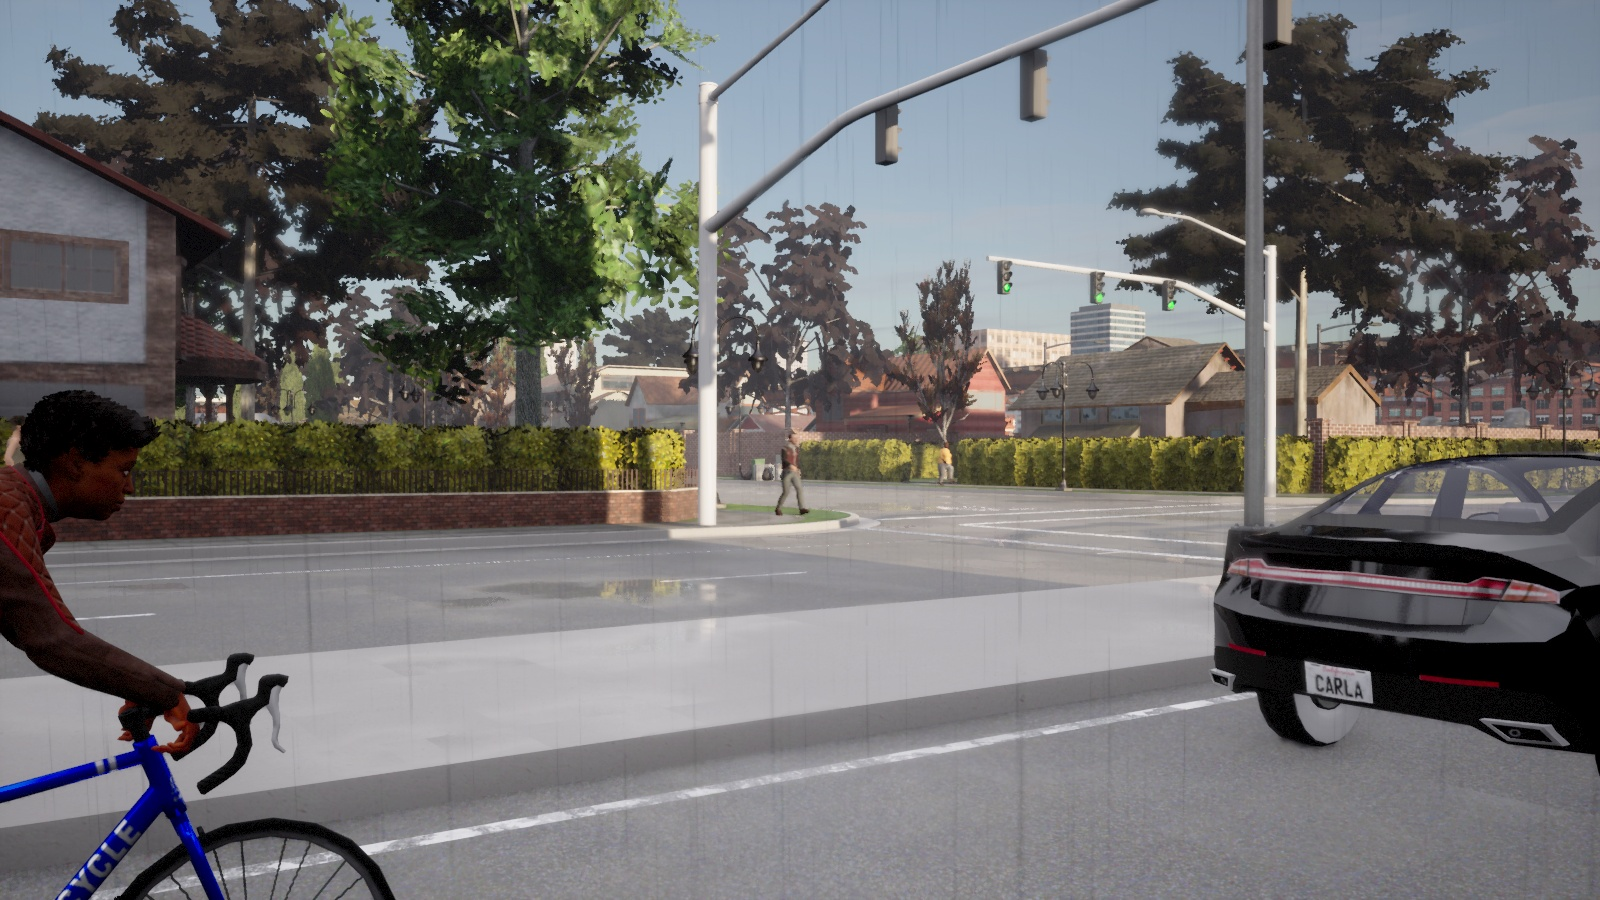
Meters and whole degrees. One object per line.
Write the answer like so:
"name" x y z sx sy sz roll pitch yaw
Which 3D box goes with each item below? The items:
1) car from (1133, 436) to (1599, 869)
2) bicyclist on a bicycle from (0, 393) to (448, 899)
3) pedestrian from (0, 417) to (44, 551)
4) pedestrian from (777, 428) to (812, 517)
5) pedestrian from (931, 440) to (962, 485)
"car" 4.234 0.708 6.605 4.902 1.511 2.128 0 0 -35
"bicyclist on a bicycle" -1.623 0.707 2.528 1.656 1.620 0.582 0 0 -35
"pedestrian" -10.853 0.466 17.448 0.594 1.836 0.345 0 0 -33
"pedestrian" -0.126 0.475 26.603 0.376 1.854 0.720 0 0 -38
"pedestrian" 6.093 0.525 52.240 0.874 1.855 0.900 0 0 -34
